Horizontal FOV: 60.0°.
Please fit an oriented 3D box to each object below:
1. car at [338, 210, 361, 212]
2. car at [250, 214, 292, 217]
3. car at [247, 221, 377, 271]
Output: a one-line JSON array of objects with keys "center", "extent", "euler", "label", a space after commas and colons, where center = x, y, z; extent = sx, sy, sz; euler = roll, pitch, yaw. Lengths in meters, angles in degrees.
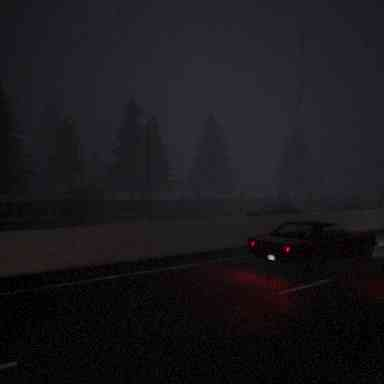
[{"center": [17.165, 1.431, 37.722], "extent": [4.553, 1.767, 2.097], "euler": [0, 0, -35], "label": "car"}, {"center": [6.229, 1.522, 25.628], "extent": [5.008, 1.535, 1.882], "euler": [0, 0, -35], "label": "car"}, {"center": [4.121, 1.622, 10.983], "extent": [4.718, 1.301, 1.895], "euler": [0, 0, -36], "label": "car"}]
